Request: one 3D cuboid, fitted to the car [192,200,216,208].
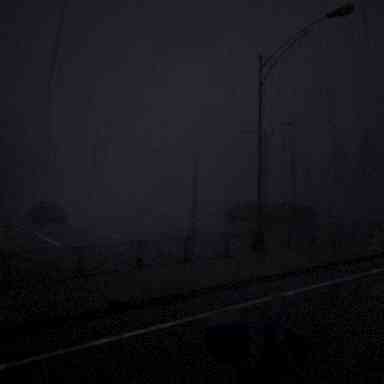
[{"bbox_3d":[2.017,1.970,55.452,1.895,1.301,4.718,1,0,-36],"label":"car"}]

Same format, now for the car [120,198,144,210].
[{"bbox_3d":[-8.272,1.591,45.920,1.845,1.501,3.633,1,0,-36],"label":"car"}]

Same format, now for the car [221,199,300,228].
[{"bbox_3d":[4.460,1.515,22.938,2.152,1.636,5.027,1,0,-36],"label":"car"}]

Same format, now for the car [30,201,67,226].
[{"bbox_3d":[-9.636,1.374,22.228,1.845,1.501,3.633,1,0,-36],"label":"car"}]

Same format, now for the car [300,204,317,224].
[{"bbox_3d":[6.972,1.558,24.816,2.007,1.523,4.514,1,0,-36],"label":"car"}]

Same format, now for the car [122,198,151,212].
[{"bbox_3d":[-6.346,1.569,38.158,1.970,1.475,3.806,1,0,-36],"label":"car"}]
